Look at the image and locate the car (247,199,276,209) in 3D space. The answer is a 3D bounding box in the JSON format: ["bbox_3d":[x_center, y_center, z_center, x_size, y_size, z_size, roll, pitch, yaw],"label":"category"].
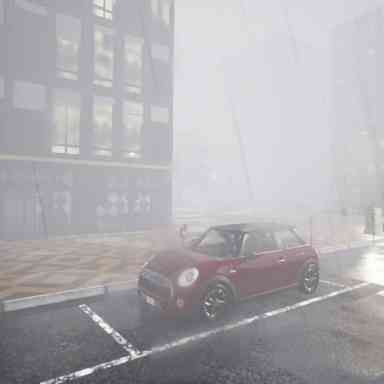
[{"bbox_3d":[11.122,1.800,51.430,1.887,1.381,4.507,1,-1,-35],"label":"car"}]

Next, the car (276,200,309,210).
[{"bbox_3d":[14.399,1.807,46.802,1.802,1.307,4.206,1,-1,-35],"label":"car"}]

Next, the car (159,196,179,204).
[{"bbox_3d":[-5.267,1.724,74.568,2.192,1.841,5.009,1,-1,-35],"label":"car"}]

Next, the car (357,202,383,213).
[{"bbox_3d":[20.955,1.730,37.548,1.947,1.339,4.313,1,-1,-35],"label":"car"}]

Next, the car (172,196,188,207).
[{"bbox_3d":[-2.276,1.733,55.844,1.887,1.381,4.507,1,-1,-35],"label":"car"}]

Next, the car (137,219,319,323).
[{"bbox_3d":[0.873,1.442,7.172,4.097,1.590,1.967,0,1,-36],"label":"car"}]

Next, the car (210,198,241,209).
[{"bbox_3d":[4.280,1.678,46.590,2.008,1.369,4.403,1,-1,-35],"label":"car"}]

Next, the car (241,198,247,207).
[{"bbox_3d":[7.843,1.726,56.058,1.967,1.590,4.097,1,-1,-35],"label":"car"}]
